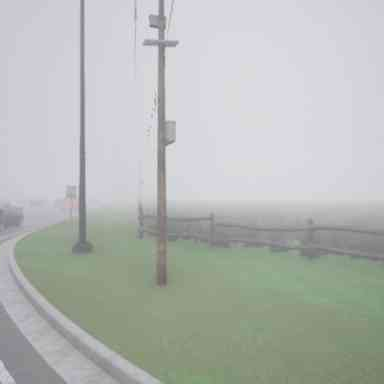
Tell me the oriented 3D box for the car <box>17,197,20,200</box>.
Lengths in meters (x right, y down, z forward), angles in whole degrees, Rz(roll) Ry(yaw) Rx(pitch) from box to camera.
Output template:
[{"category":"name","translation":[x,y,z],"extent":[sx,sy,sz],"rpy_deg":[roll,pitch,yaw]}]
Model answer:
[{"category":"car","translation":[-33.767,1.710,66.149],"extent":[1.812,1.442,4.674],"rpy_deg":[0,0,-10]}]

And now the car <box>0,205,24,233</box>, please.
[{"category":"car","translation":[-11.698,1.658,19.785],"extent":[1.895,1.301,4.718],"rpy_deg":[0,0,-10]}]

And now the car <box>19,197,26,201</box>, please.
[{"category":"car","translation":[-29.284,1.717,61.182],"extent":[2.033,1.411,5.357],"rpy_deg":[0,0,-10]}]

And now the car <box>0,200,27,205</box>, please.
[{"category":"car","translation":[-16.963,1.687,30.020],"extent":[1.895,1.301,4.718],"rpy_deg":[0,0,-10]}]

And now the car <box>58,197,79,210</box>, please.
[{"category":"car","translation":[-15.767,1.467,44.058],"extent":[2.097,1.767,4.553],"rpy_deg":[0,0,-10]}]

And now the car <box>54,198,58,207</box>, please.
[{"category":"car","translation":[-20.937,1.649,53.723],"extent":[1.837,1.490,4.892],"rpy_deg":[0,0,-10]}]

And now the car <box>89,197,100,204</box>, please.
[{"category":"car","translation":[-19.695,1.666,67.410],"extent":[2.128,1.511,4.902],"rpy_deg":[0,0,-10]}]

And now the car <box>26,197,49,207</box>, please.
[{"category":"car","translation":[-24.450,1.624,53.519],"extent":[1.882,1.535,5.008],"rpy_deg":[0,0,-10]}]

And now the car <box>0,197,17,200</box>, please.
[{"category":"car","translation":[-31.971,1.653,56.037],"extent":[2.128,1.511,4.902],"rpy_deg":[0,0,-10]}]
